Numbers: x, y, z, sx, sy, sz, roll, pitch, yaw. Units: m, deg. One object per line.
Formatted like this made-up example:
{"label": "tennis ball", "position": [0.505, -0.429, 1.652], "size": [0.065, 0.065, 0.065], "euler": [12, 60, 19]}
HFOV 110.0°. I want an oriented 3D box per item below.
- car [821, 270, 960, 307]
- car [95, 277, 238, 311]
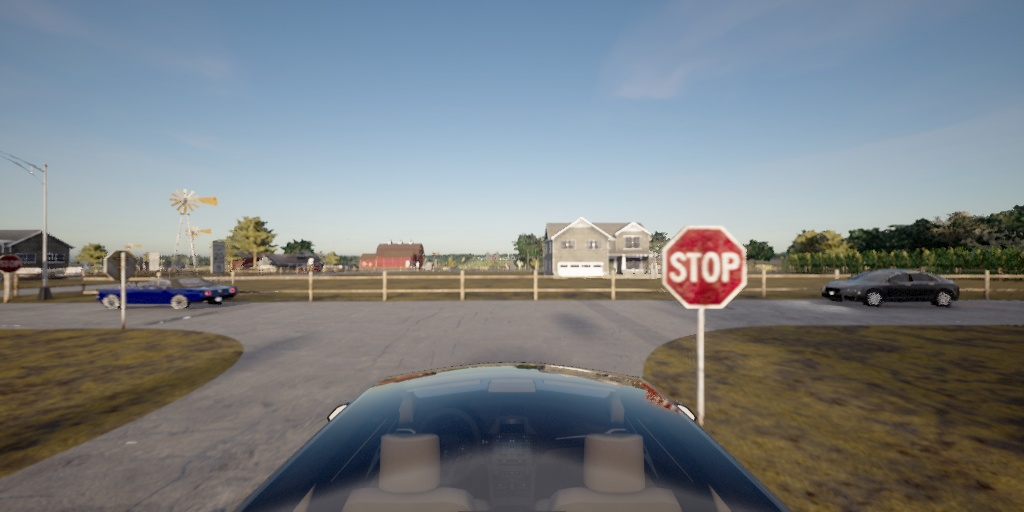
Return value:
{"label": "car", "position": [16.381, 1.376, 15.658], "size": [4.892, 1.490, 1.837], "euler": [0, 0, 0]}
{"label": "car", "position": [-14.824, 1.584, 15.503], "size": [4.718, 1.301, 1.895], "euler": [0, 0, 2]}
